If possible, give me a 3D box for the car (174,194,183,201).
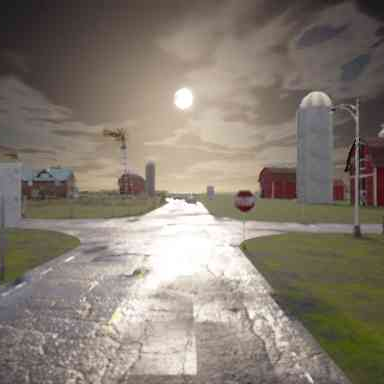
[{"bbox_3d":[-2.999,1.236,73.444,1.994,1.385,4.181,0,0,-2],"label":"car"}]

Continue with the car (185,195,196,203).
[{"bbox_3d":[-0.061,1.595,69.344,2.128,1.511,4.902,0,0,-2],"label":"car"}]

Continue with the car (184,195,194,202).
[{"bbox_3d":[-0.726,1.549,79.454,1.837,1.490,4.892,0,0,-6],"label":"car"}]
